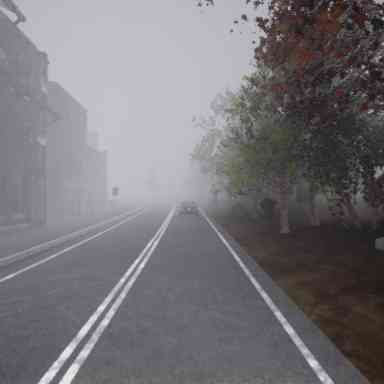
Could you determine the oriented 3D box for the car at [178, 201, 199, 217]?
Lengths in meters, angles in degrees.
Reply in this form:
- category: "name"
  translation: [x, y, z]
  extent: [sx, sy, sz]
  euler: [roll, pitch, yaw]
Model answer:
- category: "car"
  translation: [-0.331, 1.529, 31.591]
  extent: [2.033, 1.411, 5.357]
  euler: [0, 0, -1]
